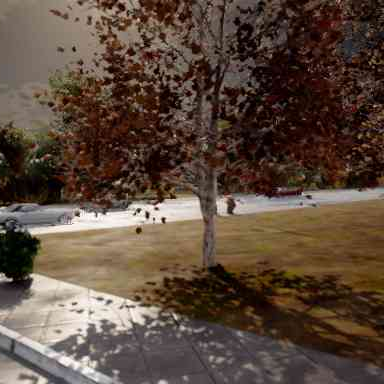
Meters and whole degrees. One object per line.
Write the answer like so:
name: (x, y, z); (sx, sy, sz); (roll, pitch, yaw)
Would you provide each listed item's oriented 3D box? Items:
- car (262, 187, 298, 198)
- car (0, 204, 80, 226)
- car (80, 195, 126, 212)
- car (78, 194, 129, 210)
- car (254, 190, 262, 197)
car: (12.067, 0.077, 43.847); (4.718, 1.301, 1.895); (-3, 3, -27)
car: (-9.535, 1.352, 19.921); (4.718, 1.301, 1.895); (-1, 2, -43)
car: (-8.123, 1.051, 30.465); (4.181, 1.385, 1.994); (-2, 2, -39)
car: (-9.082, 0.979, 34.236); (4.718, 1.301, 1.895); (-2, 2, -38)
car: (10.790, -0.044, 47.114); (4.181, 1.385, 1.994); (-3, 2, -27)
